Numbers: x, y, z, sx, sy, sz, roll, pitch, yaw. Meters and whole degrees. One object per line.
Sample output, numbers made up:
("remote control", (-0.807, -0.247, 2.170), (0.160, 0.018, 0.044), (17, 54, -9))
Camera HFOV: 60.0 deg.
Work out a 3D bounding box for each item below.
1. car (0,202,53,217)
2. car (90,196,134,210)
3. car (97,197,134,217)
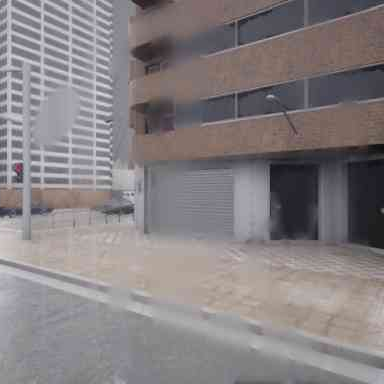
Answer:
("car", (-15.582, 1.601, 31.009), (1.895, 1.301, 4.718), (0, 0, 36))
("car", (-9.423, 1.547, 39.464), (2.033, 1.411, 5.357), (0, 0, 36))
("car", (-6.311, 1.526, 31.517), (1.812, 1.442, 4.674), (0, 0, 36))
